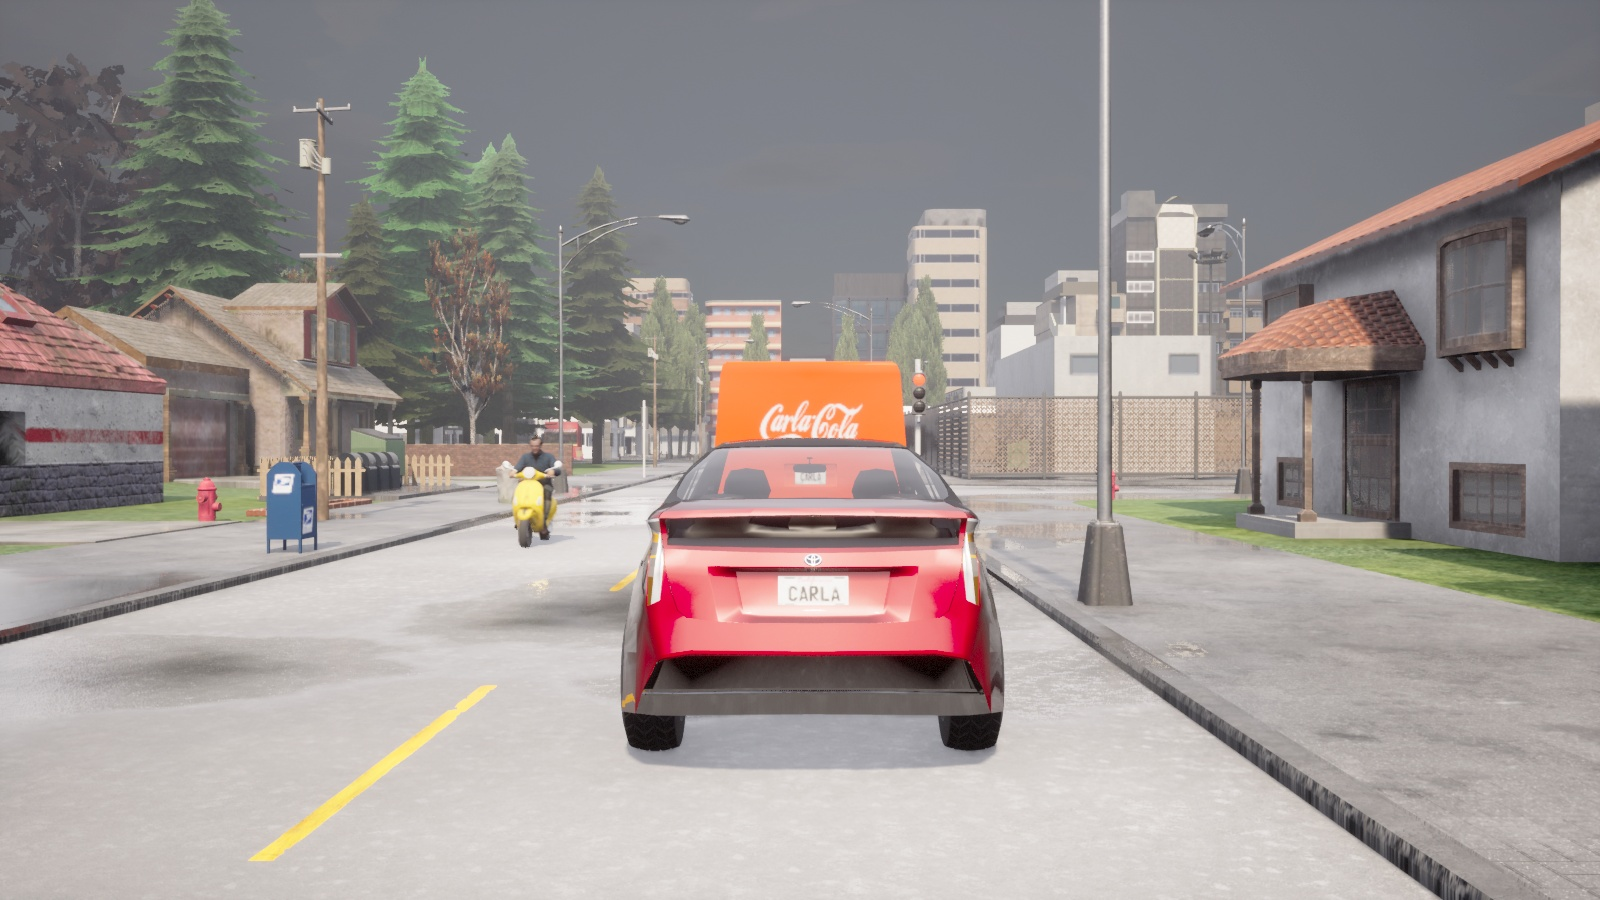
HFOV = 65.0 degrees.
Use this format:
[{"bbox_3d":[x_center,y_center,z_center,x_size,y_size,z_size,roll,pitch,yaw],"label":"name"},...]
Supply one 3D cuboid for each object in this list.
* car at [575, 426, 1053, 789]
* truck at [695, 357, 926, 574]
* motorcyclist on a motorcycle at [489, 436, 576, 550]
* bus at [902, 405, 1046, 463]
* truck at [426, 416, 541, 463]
[{"bbox_3d":[0.061,0.651,7.533,2.007,1.525,4.514,0,0,0],"label":"car"},{"bbox_3d":[0.118,0.164,16.898,2.627,2.467,5.204,0,0,0],"label":"truck"},{"bbox_3d":[-3.881,0.593,18.367,0.866,1.590,1.817,0,0,0],"label":"motorcyclist on a motorcycle"},{"bbox_3d":[12.958,-1.152,94.426,10.273,4.253,3.944,0,0,0],"label":"bus"},{"bbox_3d":[-23.756,-0.788,94.488,7.936,3.462,2.891,0,0,2],"label":"truck"}]
